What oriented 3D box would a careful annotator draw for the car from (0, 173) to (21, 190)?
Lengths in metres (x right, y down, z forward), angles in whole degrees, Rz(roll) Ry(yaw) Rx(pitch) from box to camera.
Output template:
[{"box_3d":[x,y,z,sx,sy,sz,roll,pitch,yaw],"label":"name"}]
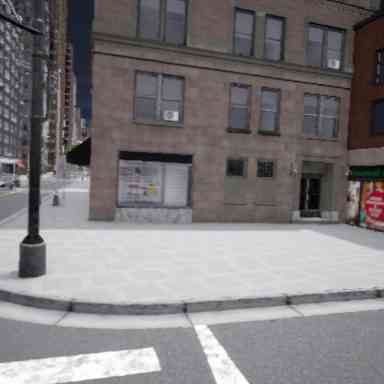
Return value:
[{"box_3d":[-17.960,-1.058,32.289,2.128,1.511,4.902,2,3,-16],"label":"car"}]
